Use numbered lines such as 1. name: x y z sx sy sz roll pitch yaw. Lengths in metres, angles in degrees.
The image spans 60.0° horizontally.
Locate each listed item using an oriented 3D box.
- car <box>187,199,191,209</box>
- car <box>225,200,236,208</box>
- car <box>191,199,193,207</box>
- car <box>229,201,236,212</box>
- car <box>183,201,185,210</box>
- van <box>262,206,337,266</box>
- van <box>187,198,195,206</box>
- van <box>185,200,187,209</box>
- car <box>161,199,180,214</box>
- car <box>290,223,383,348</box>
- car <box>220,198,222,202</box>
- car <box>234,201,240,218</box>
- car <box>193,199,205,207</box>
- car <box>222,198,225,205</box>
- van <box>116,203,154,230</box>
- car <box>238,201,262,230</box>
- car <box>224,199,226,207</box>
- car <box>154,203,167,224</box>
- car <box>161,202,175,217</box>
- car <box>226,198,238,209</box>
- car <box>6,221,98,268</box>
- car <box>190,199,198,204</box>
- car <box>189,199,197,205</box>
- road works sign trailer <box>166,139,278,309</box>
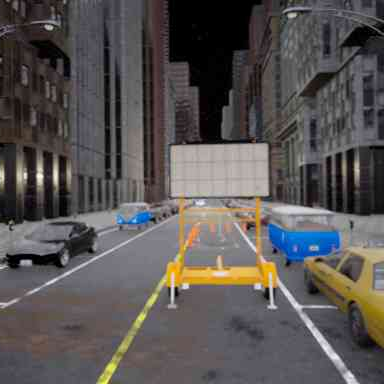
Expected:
1. car: -1.735 2.142 57.115 1.967 1.590 4.097 -1 -1 4
2. car: 7.157 2.190 62.165 1.887 1.381 4.507 -1 -1 4
3. car: -0.964 2.266 68.362 1.967 1.590 4.097 -1 -1 4
4. car: 5.230 1.887 34.050 2.008 1.369 4.403 -1 -1 4
5. car: -2.504 2.123 45.868 1.887 1.381 4.507 -1 -1 4
6. van: 3.685 1.430 11.561 1.690 1.788 3.998 -1 -1 4
7. van: -0.195 2.292 79.609 1.690 1.788 3.998 -1 -1 4
8. van: -2.122 1.981 51.493 1.690 1.788 3.998 -1 -1 4
9. car: -2.893 1.831 40.247 2.192 1.841 5.009 -1 -1 4
10. car: 3.314 1.555 6.106 1.752 1.417 4.829 -1 -1 4
11. car: 8.312 2.272 79.033 1.967 1.590 4.097 -1 -1 4
12. car: 4.856 1.802 28.597 1.752 1.417 4.829 -1 -1 4
13. car: 1.681 2.295 66.494 1.812 1.442 4.674 -1 -1 4
14. car: 6.768 1.899 56.545 2.192 1.841 5.009 -1 -1 4
15. van: -4.050 1.672 23.377 1.690 1.788 3.998 -1 -1 4
16. car: 4.457 1.653 22.806 1.967 1.590 4.097 -1 -1 4
17. car: 6.387 2.088 50.918 1.947 1.339 4.313 -1 -1 4
18. car: -3.660 1.959 28.998 1.947 1.339 4.313 -1 -1 4
19. car: -3.275 2.020 34.621 1.947 1.339 4.313 -1 -1 4
20. car: 5.999 1.900 45.297 1.967 1.590 4.097 -1 -1 4
21. car: -4.817 1.774 12.128 1.947 1.339 4.313 -1 -1 4
22. car: 0.580 2.628 90.852 2.008 1.369 4.403 -1 -1 4
23. car: 0.182 2.537 85.061 1.752 1.417 4.829 -1 -1 4
24. road works sign trailer: 0.668 0.552 8.085 2.380 3.560 2.880 -1 -1 4
